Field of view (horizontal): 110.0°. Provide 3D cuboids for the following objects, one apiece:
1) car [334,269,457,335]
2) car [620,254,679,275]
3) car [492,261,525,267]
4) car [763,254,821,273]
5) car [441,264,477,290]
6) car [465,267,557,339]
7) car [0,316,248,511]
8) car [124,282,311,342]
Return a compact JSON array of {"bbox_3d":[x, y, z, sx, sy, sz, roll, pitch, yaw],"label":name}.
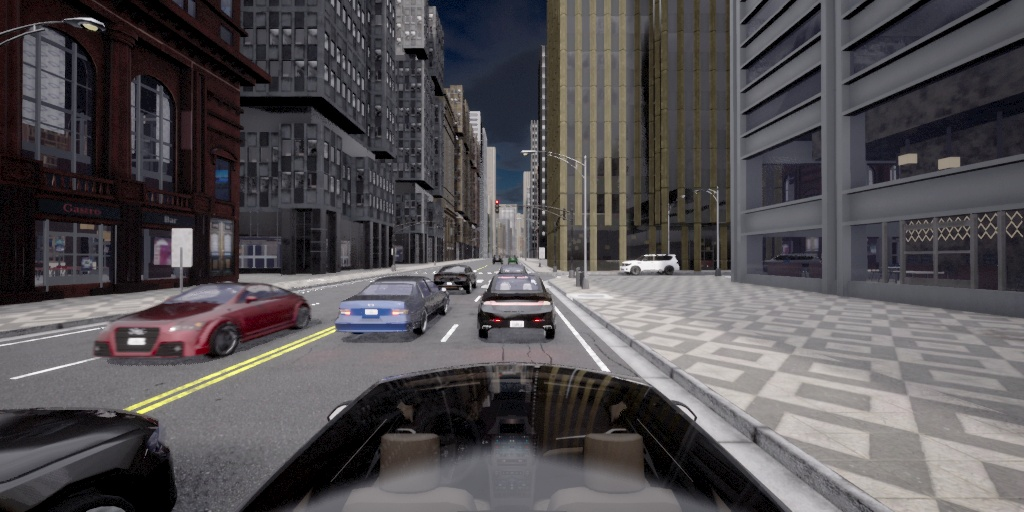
[{"bbox_3d":[-3.130,1.293,10.502,2.033,1.411,5.357,0,0,0],"label":"car"},{"bbox_3d":[13.732,0.858,35.840,5.566,2.045,2.150,0,0,0],"label":"car"},{"bbox_3d":[0.042,1.225,19.512,2.128,1.511,4.902,0,0,0],"label":"car"},{"bbox_3d":[27.617,0.798,35.841,5.566,2.045,2.150,0,0,0],"label":"car"},{"bbox_3d":[-3.104,1.210,20.271,1.882,1.535,5.008,0,0,0],"label":"car"},{"bbox_3d":[0.119,1.238,10.082,2.128,1.511,4.902,0,0,0],"label":"car"},{"bbox_3d":[-3.151,1.241,0.357,2.128,1.511,4.902,0,0,0],"label":"car"},{"bbox_3d":[-6.583,1.312,8.283,1.994,1.385,4.181,0,0,0],"label":"car"}]
